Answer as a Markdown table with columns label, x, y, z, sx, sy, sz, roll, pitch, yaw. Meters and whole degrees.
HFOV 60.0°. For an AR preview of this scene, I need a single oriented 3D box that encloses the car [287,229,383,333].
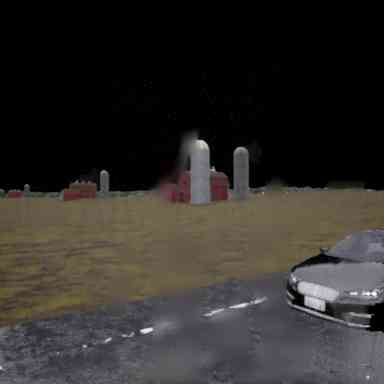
| label | x | y | z | sx | sy | sz | roll | pitch | yaw |
| --- | --- | --- | --- | --- | --- | --- | --- | --- | --- |
| car | 3.990 | 1.571 | 6.859 | 4.902 | 1.511 | 2.128 | 1 | 0 | -36 |
